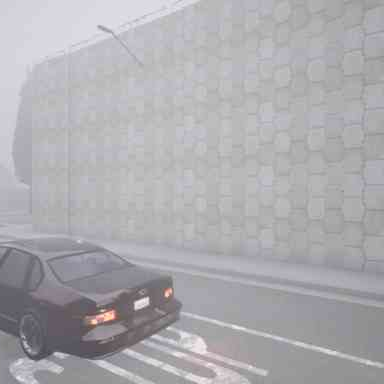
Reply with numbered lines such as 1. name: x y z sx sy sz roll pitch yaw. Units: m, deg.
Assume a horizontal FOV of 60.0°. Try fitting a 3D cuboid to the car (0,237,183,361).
1. car: -2.725 1.547 5.927 5.357 1.411 2.033 0 0 35
